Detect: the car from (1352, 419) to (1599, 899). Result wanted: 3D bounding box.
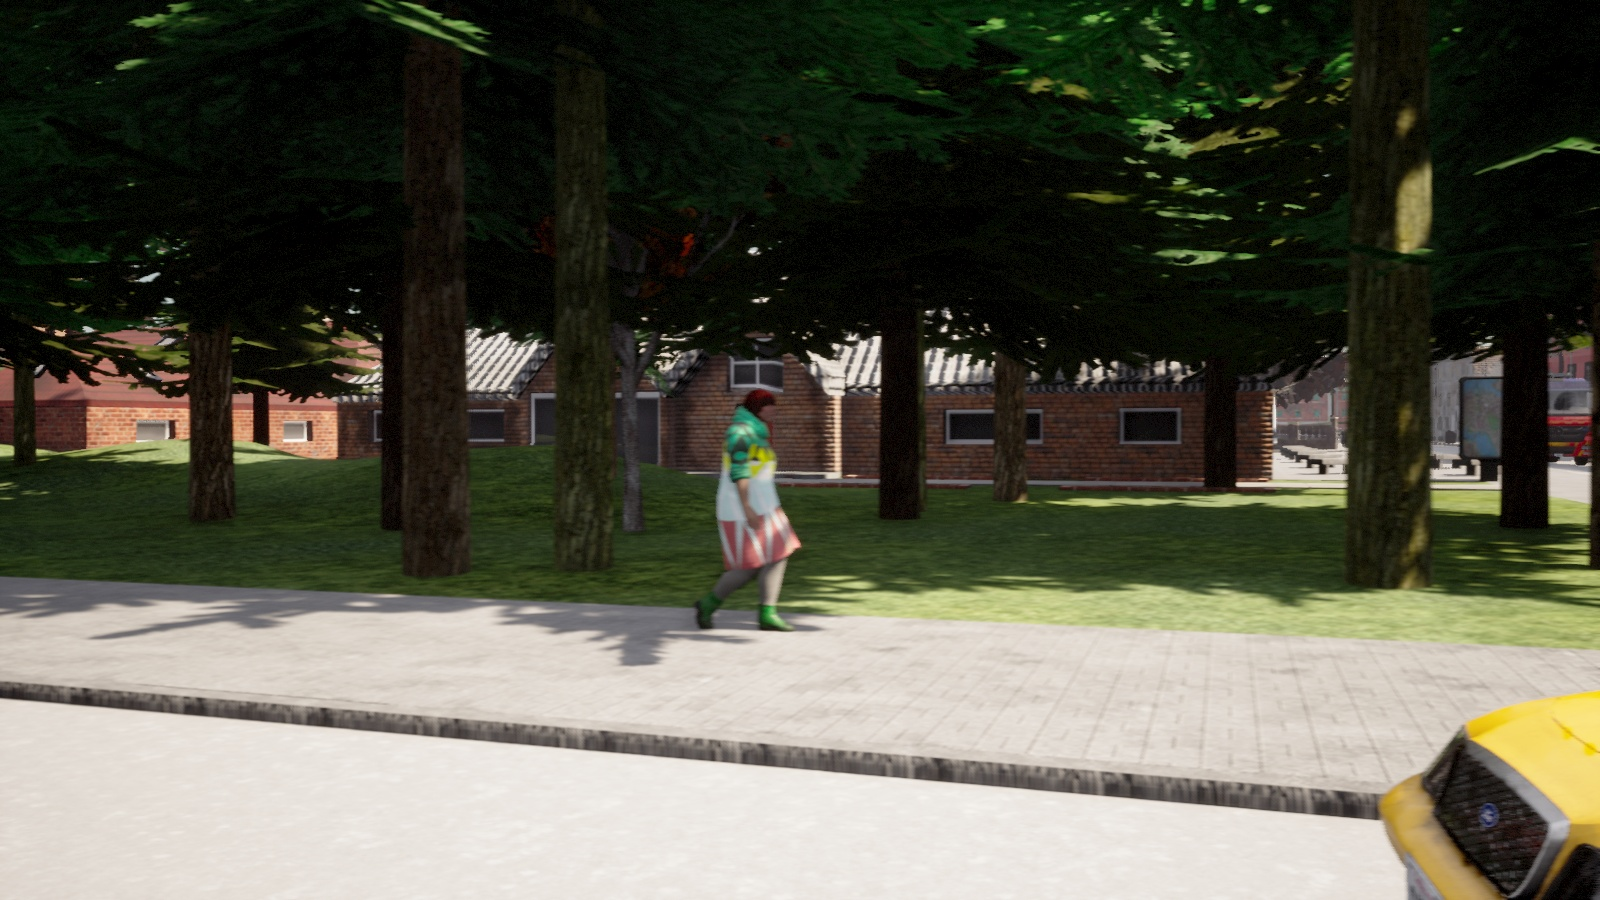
[{"bbox_3d":[4.082,0.744,2.312,5.366,1.575,1.801,0,1,13],"label":"car"}]

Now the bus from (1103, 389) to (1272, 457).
[{"bbox_3d":[25.158,-1.758,81.909,10.273,4.253,3.944,1,1,17],"label":"bus"}]

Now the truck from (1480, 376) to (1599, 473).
[{"bbox_3d":[31.705,-1.079,54.103,2.891,3.827,8.468,1,1,19],"label":"truck"}]

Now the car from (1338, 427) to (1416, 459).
[{"bbox_3d":[34.265,-0.436,74.709,3.866,1.878,1.905,0,1,12],"label":"car"}]

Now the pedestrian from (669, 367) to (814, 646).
[{"bbox_3d":[-0.422,0.388,9.241,0.873,1.952,0.659,1,1,19],"label":"pedestrian"}]
